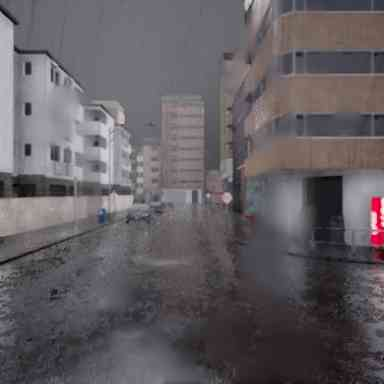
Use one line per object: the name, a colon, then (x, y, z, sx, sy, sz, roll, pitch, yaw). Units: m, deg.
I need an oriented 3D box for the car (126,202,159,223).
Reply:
car: (-4.086, 1.670, 26.883, 1.837, 1.490, 4.892, 0, 0, 0)

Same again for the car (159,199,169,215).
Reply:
car: (-4.075, 1.774, 37.024, 2.033, 1.411, 5.357, 0, 0, 0)

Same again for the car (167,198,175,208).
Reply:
car: (-3.969, 1.849, 55.554, 1.837, 1.490, 4.892, 0, -1, 0)
